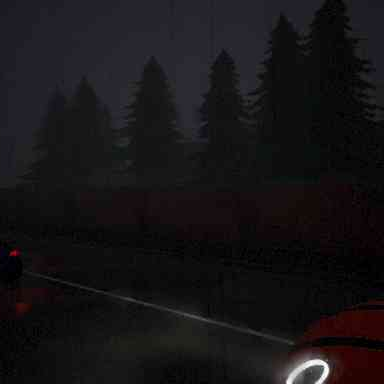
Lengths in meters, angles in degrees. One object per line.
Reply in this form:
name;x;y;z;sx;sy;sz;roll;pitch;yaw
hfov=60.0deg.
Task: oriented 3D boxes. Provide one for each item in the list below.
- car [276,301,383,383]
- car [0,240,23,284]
car;2.816;1.352;1.984;4.553;1.767;2.097;0;0;35
car;-6.135;1.564;8.369;4.181;1.385;1.994;0;0;35
